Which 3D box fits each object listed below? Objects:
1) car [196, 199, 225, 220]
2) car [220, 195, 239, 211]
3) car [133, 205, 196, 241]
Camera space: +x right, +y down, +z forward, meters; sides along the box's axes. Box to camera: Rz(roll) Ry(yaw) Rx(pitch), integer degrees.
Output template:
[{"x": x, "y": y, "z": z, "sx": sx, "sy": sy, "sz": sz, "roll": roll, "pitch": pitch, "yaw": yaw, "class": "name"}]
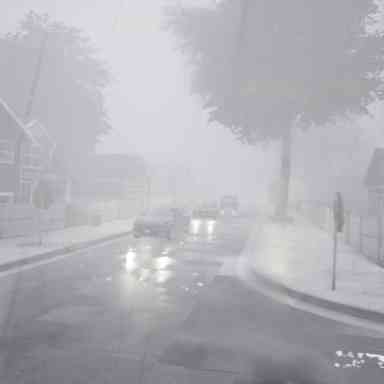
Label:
[{"x": 1.364, "y": 1.618, "z": 28.930, "sx": 1.994, "sy": 1.385, "sz": 4.181, "roll": 2, "pitch": 0, "yaw": 13, "class": "car"}, {"x": 5.129, "y": 1.378, "z": 44.839, "sx": 2.150, "sy": 2.045, "sz": 5.566, "roll": 2, "pitch": 0, "yaw": 14, "class": "car"}, {"x": -1.396, "y": 1.462, "z": 17.110, "sx": 1.882, "sy": 1.535, "sz": 5.008, "roll": 2, "pitch": 1, "yaw": 13, "class": "car"}]
